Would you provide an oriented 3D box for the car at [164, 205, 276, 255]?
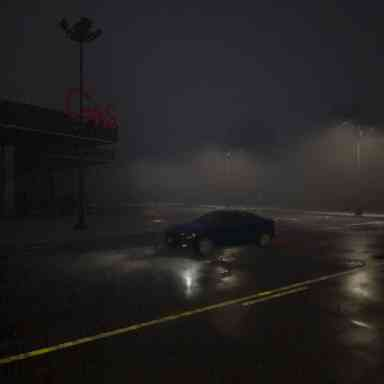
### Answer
[{"bbox_3d":[1.235,1.477,13.493,5.008,1.535,1.882,0,0,-36],"label":"car"}]

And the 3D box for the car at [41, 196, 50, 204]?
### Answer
[{"bbox_3d":[-27.377,1.524,65.739,4.674,1.442,1.812,0,0,-37],"label":"car"}]

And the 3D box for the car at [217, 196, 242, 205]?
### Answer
[{"bbox_3d":[6.291,1.504,56.565,1.837,1.490,4.892,0,0,-36],"label":"car"}]

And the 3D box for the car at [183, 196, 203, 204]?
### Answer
[{"bbox_3d":[0.210,1.477,64.980,1.882,1.535,5.008,0,0,-36],"label":"car"}]

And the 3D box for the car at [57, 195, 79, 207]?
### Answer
[{"bbox_3d":[-17.819,1.295,47.573,2.242,1.667,4.611,0,0,-35],"label":"car"}]

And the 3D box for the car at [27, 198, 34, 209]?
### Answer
[{"bbox_3d":[-22.029,1.456,43.590,1.970,1.475,3.806,0,0,-35],"label":"car"}]
